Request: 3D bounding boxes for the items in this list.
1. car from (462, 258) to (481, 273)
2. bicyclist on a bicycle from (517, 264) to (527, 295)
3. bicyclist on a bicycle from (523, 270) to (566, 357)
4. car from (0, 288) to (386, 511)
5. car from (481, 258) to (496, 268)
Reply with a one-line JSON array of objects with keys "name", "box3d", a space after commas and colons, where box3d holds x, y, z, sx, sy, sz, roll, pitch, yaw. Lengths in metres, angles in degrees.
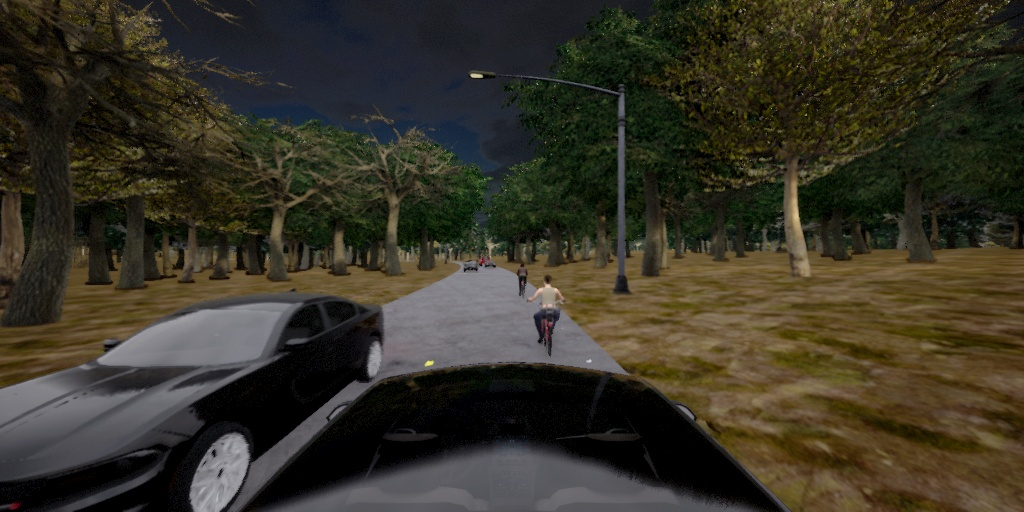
[{"name": "car", "box3d": [-5.140, 1.299, 44.984, 1.837, 1.490, 4.892, 0, 0, -5]}, {"name": "bicyclist on a bicycle", "box3d": [0.513, 1.217, 17.450, 0.582, 1.620, 1.656, 0, 0, -2]}, {"name": "bicyclist on a bicycle", "box3d": [0.743, 1.191, 7.588, 0.866, 1.612, 1.509, 0, 0, 0]}, {"name": "car", "box3d": [-3.141, 1.229, 4.334, 1.882, 1.535, 5.008, 0, 0, -1]}, {"name": "car", "box3d": [-3.879, 1.430, 63.040, 1.895, 1.301, 4.718, 0, 0, -7]}]
